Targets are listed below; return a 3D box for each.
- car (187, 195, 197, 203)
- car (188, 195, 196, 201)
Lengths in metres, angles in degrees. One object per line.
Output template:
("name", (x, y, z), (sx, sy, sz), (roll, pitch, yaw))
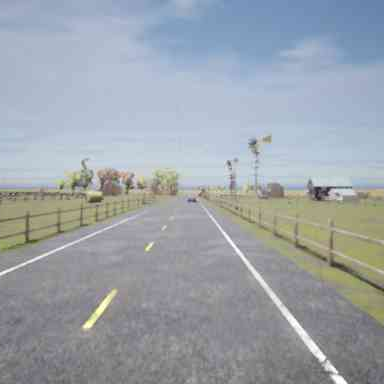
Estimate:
("car", (-0.005, 1.566, 71.442), (1.994, 1.385, 4.181), (0, 0, 0))
("car", (-0.007, 1.419, 81.446), (1.812, 1.442, 4.674), (0, 0, 0))
